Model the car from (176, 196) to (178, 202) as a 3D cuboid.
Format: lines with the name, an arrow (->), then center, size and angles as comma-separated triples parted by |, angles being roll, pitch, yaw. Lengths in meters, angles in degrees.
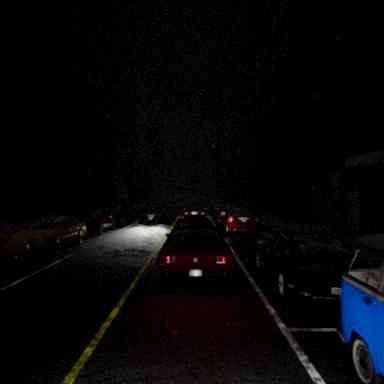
car -> -5.244, 1.925, 82.287 | 1.967, 1.590, 4.097 | 0, 0, 1

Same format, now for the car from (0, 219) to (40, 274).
car -> -5.816, 1.570, 8.187 | 1.752, 1.417, 4.829 | 0, 0, 0

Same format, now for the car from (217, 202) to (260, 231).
car -> 2.771, 1.551, 19.512 | 1.967, 1.590, 4.097 | 0, 0, 0

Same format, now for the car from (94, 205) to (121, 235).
car -> -5.754, 1.654, 19.548 | 1.887, 1.381, 4.507 | 0, 0, 0

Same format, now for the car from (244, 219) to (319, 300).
car -> 2.711, 1.598, 8.324 | 2.008, 1.369, 4.403 | 0, 0, 0

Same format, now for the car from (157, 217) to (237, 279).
car -> 0.115, 1.658, 10.166 | 1.895, 1.301, 4.718 | 0, 0, 1

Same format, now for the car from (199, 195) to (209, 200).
car -> 3.225, 1.891, 76.536 | 1.967, 1.590, 4.097 | 0, 0, 1

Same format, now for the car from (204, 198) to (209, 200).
car -> 2.893, 1.792, 41.888 | 2.008, 1.369, 4.403 | 0, 0, 0

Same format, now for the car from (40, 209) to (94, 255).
car -> -5.786, 1.602, 13.783 | 1.752, 1.417, 4.829 | 0, 0, 0

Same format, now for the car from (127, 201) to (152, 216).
car -> -5.663, 1.758, 36.335 | 2.008, 1.369, 4.403 | 0, 0, 0

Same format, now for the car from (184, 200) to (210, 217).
car -> 0.236, 1.709, 28.459 | 2.033, 1.411, 5.357 | 0, 0, 1

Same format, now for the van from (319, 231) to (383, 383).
van -> 2.680, 1.357, 2.731 | 1.690, 1.788, 3.998 | 0, 0, 0

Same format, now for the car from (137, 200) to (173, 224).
car -> -2.956, 1.641, 26.516 | 2.128, 1.511, 4.902 | 0, 0, 0

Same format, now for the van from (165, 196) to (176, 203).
van -> -5.300, 1.791, 76.619 | 1.690, 1.788, 3.998 | 0, 0, 1

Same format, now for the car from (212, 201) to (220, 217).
car -> 2.801, 1.583, 25.107 | 1.967, 1.590, 4.097 | 0, 0, 0

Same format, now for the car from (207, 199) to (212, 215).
car -> 2.863, 1.790, 36.294 | 1.802, 1.307, 4.206 | 0, 0, 0

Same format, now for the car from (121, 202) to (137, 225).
car -> -5.724, 1.686, 25.144 | 1.887, 1.381, 4.507 | 0, 0, 0

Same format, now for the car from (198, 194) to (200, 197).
car -> 3.337, 1.960, 87.874 | 1.967, 1.590, 4.097 | 0, 0, 1
